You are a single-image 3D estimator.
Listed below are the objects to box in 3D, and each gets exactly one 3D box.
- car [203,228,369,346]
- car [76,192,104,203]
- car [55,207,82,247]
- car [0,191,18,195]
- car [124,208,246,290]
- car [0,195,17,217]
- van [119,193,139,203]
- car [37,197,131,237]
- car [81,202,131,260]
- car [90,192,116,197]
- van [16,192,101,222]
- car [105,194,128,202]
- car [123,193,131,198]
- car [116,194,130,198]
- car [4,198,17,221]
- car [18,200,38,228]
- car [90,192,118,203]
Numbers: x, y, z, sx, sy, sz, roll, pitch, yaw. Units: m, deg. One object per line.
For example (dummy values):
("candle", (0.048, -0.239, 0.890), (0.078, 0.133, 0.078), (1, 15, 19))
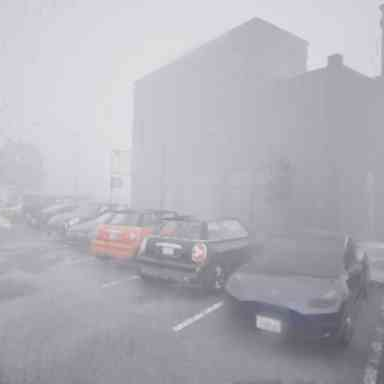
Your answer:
("car", (2.431, 1.594, 6.874), (2.163, 1.488, 4.792), (2, -1, 33))
("car", (-21.057, 1.083, 68.448), (5.566, 2.045, 2.435), (0, -1, 31))
("car", (-3.002, 1.512, 14.078), (2.002, 1.452, 4.674), (2, -1, 33))
("car", (-15.741, 1.014, 30.830), (2.435, 2.045, 5.566), (1, -1, 33))
("car", (0.609, 1.407, 9.272), (2.185, 1.767, 4.553), (1, -1, 33))
("car", (-12.202, 1.316, 25.869), (1.946, 1.575, 5.366), (2, -1, 33))
("van", (-14.067, 1.294, 74.180), (4.442, 1.987, 1.878), (0, -1, 31))
("car", (-4.792, 1.318, 16.495), (2.185, 1.767, 4.553), (2, -1, 33))
("car", (-1.205, 1.376, 11.663), (2.185, 1.767, 4.553), (1, -1, 33))
("car", (-15.131, 1.129, 51.409), (5.566, 2.045, 2.435), (2, 0, 31))
("van", (-8.391, 1.161, 21.355), (1.878, 1.987, 4.442), (1, -1, 33))
("car", (-16.346, 1.333, 72.252), (4.553, 1.767, 2.185), (0, -1, 31))
("car", (-10.574, 1.249, 55.130), (5.566, 2.045, 2.435), (2, 1, 31))
("car", (-12.890, 1.469, 53.267), (4.792, 1.488, 2.163), (2, 1, 31))
("car", (-10.274, 1.394, 23.641), (2.002, 1.452, 4.674), (2, -1, 33))
("car", (-6.646, 1.412, 18.859), (2.097, 1.535, 5.008), (1, -1, 33))
("car", (-18.646, 1.145, 70.333), (5.566, 2.045, 2.435), (0, -1, 31))
